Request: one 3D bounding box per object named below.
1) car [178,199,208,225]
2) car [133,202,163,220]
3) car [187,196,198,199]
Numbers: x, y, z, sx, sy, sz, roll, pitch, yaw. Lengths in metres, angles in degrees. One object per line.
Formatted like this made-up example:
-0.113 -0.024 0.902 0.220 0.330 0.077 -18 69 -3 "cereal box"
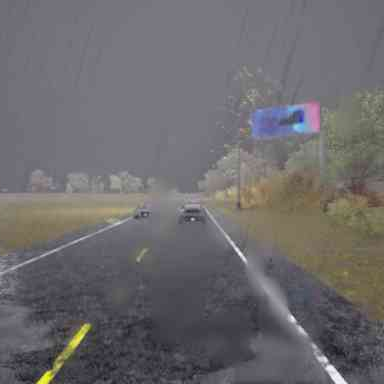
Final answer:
0.072 1.495 23.832 1.837 1.490 4.892 0 1 0 "car"
-3.557 1.552 27.492 1.994 1.385 4.181 0 0 0 "car"
0.094 1.331 43.401 2.097 1.767 4.553 0 0 0 "car"
